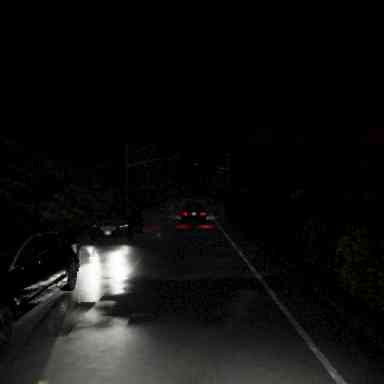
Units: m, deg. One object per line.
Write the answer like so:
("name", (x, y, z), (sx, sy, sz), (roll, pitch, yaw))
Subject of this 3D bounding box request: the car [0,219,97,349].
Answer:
("car", (-3.592, 1.482, 6.171), (2.128, 1.511, 4.902), (0, 0, 0))

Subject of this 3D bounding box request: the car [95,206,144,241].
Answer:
("car", (-3.563, 1.464, 16.556), (2.128, 1.511, 4.902), (0, 0, 0))

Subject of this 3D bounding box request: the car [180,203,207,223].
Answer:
("car", (0.120, 1.507, 24.775), (2.033, 1.411, 5.357), (0, 0, 0))
